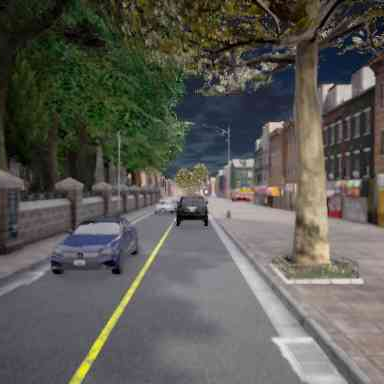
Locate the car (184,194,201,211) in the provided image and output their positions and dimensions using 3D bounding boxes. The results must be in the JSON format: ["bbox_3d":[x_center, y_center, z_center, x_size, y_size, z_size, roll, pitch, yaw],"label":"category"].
[{"bbox_3d":[0.088,1.243,42.920,2.150,2.045,5.566,0,0,1],"label":"car"}]

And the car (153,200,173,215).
[{"bbox_3d":[-2.782,1.538,34.401,1.812,1.442,4.674,0,0,1],"label":"car"}]

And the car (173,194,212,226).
[{"bbox_3d":[0.039,1.227,23.700,2.150,2.045,5.566,0,0,1],"label":"car"}]

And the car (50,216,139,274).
[{"bbox_3d":[-2.837,1.523,10.688,1.812,1.442,4.674,0,0,0],"label":"car"}]

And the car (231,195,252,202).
[{"bbox_3d":[11.791,1.615,79.866,5.009,1.841,2.192,1,0,0],"label":"car"}]
